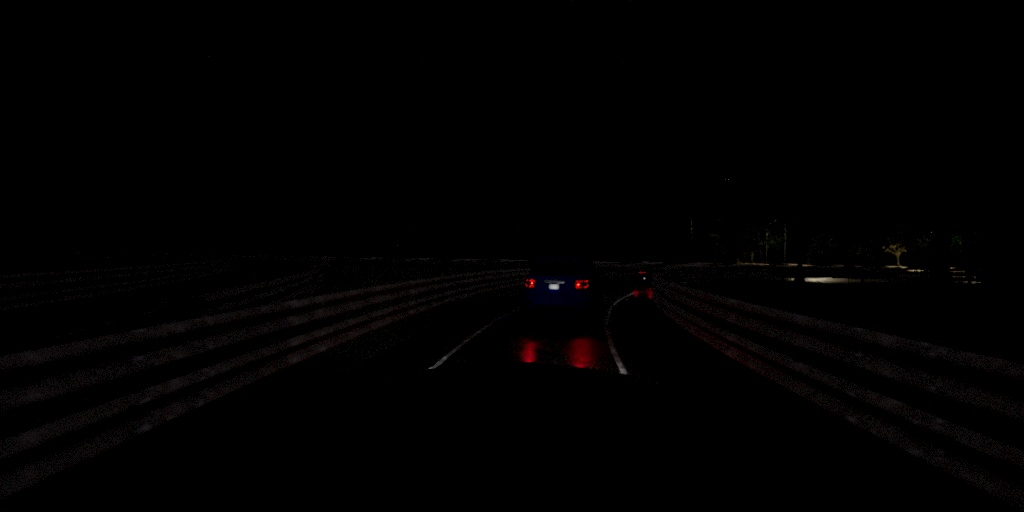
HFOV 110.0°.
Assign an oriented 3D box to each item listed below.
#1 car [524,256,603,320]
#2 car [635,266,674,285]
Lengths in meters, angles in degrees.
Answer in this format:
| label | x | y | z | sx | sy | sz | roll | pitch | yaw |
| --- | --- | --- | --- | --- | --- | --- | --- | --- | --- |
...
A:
| label | x | y | z | sx | sy | sz | roll | pitch | yaw |
| --- | --- | --- | --- | --- | --- | --- | --- | --- | --- |
| car | 2.038 | 1.016 | 13.146 | 2.150 | 2.045 | 5.566 | 0 | 0 | 17 |
| car | 11.680 | 1.524 | 28.755 | 2.128 | 1.511 | 4.902 | 0 | -1 | 44 |
